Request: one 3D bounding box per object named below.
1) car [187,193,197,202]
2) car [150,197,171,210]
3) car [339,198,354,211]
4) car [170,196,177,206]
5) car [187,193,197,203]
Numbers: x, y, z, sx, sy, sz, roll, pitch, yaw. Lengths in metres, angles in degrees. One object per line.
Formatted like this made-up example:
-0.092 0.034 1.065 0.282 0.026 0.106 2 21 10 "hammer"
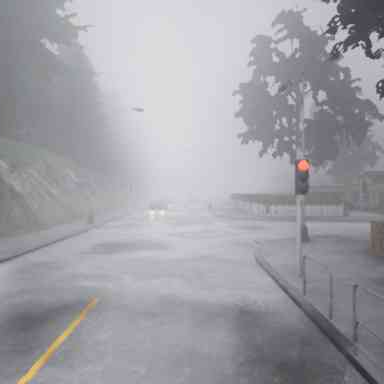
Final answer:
-0.036 1.209 77.774 2.150 2.045 5.566 0 0 0 "car"
-4.107 1.561 41.691 1.994 1.385 4.181 0 0 0 "car"
15.769 1.297 36.023 1.994 1.381 4.181 0 0 0 "car"
-4.094 1.560 56.200 1.994 1.385 4.181 0 0 0 "car"
-0.031 1.520 67.541 1.812 1.442 4.674 0 0 0 "car"
